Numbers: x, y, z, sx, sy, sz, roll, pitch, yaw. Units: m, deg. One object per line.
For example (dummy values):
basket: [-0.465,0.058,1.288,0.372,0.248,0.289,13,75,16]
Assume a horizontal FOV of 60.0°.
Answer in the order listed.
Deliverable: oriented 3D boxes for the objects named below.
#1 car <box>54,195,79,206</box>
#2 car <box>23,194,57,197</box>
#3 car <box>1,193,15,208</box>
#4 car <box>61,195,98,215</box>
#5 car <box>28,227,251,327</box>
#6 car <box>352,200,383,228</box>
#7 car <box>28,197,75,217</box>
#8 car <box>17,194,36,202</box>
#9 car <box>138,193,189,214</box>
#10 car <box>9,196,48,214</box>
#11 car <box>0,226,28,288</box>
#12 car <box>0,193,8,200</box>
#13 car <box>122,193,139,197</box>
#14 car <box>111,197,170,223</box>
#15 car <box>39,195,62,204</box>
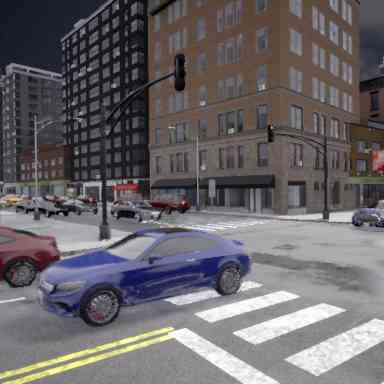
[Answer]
car: [-17.812,1.181,46.983,1.802,1.307,4.206,0,1,-44]
car: [-17.536,1.259,38.424,1.812,1.442,4.674,-1,1,-44]
car: [-23.799,1.248,40.912,1.752,1.417,4.829,0,1,-44]
car: [-10.606,1.336,31.280,1.812,1.442,4.674,-1,1,-44]
car: [-0.746,1.526,7.152,4.674,1.442,1.812,0,0,-36]
car: [11.610,1.276,19.985,4.553,1.767,2.097,1,0,-36]
car: [-12.405,1.418,29.188,1.947,1.339,4.313,0,1,-44]
car: [-29.327,1.044,58.832,1.802,1.307,4.206,0,1,-44]
car: [-2.457,1.087,31.182,2.192,1.841,5.009,0,1,-44]
car: [-16.243,1.375,33.137,1.947,1.339,4.313,0,1,-44]
car: [-5.541,1.525,7.730,4.674,1.442,1.812,0,0,-35]
car: [-40.842,0.886,70.681,1.947,1.339,4.313,0,1,-44]
car: [-6.296,1.045,35.132,2.192,1.841,5.009,0,1,-44]
car: [-4.187,1.372,24.677,2.128,1.511,4.902,-1,1,-44]
car: [-21.650,1.137,50.933,1.802,1.307,4.206,0,1,-44]
